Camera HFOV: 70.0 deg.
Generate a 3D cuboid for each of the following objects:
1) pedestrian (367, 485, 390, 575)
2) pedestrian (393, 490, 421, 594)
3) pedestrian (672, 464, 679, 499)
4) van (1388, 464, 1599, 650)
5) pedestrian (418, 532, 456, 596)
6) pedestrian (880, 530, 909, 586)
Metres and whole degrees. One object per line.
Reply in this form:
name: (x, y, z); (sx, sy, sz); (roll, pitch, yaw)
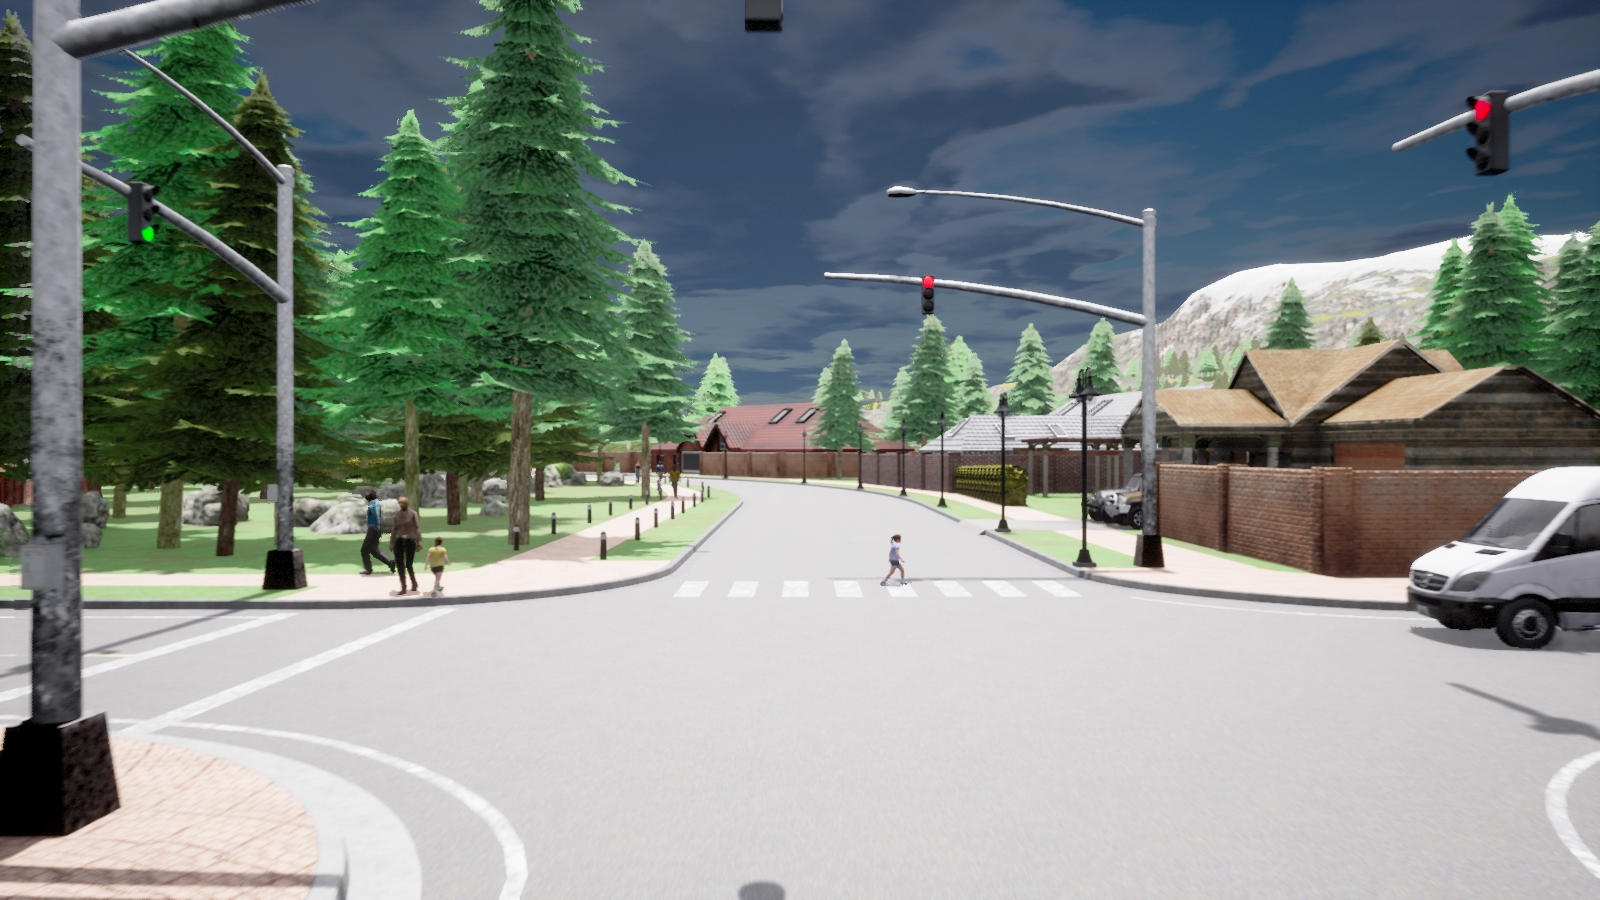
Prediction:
pedestrian: (-8.832, 1.675, 23.956); (0.375, 1.860, 0.375); (0, 0, -9)
pedestrian: (-7.195, 1.676, 20.934); (0.375, 1.860, 0.375); (0, 0, 1)
pedestrian: (-6.575, 1.662, 60.411); (0.375, 1.860, 0.375); (0, 0, -2)
van: (12.178, 1.515, 16.892); (5.915, 2.561, 1.988); (0, 0, 2)
pedestrian: (-6.590, 2.057, 20.737); (0.500, 1.100, 0.500); (0, 0, 7)
pedestrian: (1.926, 2.197, 23.374); (0.500, 1.100, 0.500); (0, 0, -6)
